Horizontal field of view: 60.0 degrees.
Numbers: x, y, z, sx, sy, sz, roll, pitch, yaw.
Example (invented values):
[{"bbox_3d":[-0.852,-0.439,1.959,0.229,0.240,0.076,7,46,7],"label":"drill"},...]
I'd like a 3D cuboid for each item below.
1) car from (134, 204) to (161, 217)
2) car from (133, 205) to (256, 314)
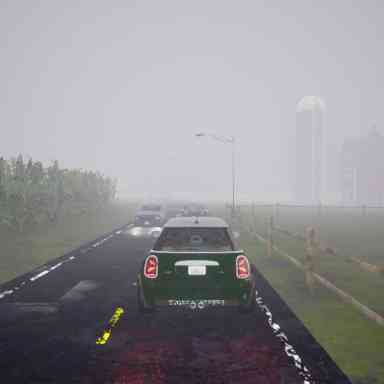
[{"bbox_3d":[-2.818,1.548,23.422,2.033,1.411,5.357,0,0,0],"label":"car"},{"bbox_3d":[0.098,1.351,7.775,2.097,1.767,4.553,0,0,0],"label":"car"}]
